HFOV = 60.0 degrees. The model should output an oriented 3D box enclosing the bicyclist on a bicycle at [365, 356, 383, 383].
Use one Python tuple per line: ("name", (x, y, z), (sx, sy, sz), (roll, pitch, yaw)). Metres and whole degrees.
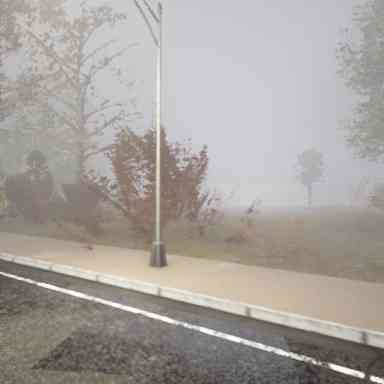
("bicyclist on a bicycle", (2.424, 1.452, 2.910), (1.656, 1.620, 0.582), (0, 0, 35))
